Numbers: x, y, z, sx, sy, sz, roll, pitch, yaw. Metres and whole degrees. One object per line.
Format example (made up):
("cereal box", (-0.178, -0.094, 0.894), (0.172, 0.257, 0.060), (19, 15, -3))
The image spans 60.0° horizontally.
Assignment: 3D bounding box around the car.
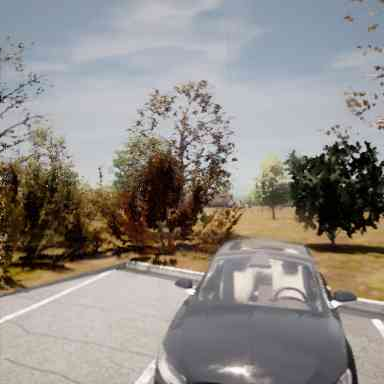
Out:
("car", (1.015, 1.501, 4.786), (2.231, 1.521, 4.892), (0, -1, 16))
